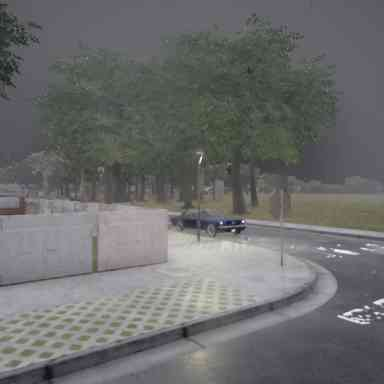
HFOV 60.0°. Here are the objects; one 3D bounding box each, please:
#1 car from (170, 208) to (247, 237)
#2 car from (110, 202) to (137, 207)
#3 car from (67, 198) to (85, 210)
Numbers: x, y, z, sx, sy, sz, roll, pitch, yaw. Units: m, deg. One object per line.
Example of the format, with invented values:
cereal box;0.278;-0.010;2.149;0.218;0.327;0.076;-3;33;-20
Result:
car;0.783;1.584;18.217;1.895;1.301;4.718;0;0;-35
car;-5.584;1.513;27.214;2.033;1.411;5.357;0;0;-35
car;-13.557;1.469;38.505;1.812;1.442;4.674;0;0;-35
